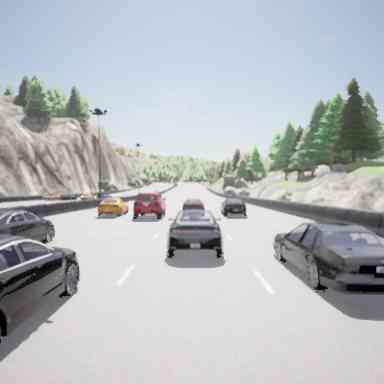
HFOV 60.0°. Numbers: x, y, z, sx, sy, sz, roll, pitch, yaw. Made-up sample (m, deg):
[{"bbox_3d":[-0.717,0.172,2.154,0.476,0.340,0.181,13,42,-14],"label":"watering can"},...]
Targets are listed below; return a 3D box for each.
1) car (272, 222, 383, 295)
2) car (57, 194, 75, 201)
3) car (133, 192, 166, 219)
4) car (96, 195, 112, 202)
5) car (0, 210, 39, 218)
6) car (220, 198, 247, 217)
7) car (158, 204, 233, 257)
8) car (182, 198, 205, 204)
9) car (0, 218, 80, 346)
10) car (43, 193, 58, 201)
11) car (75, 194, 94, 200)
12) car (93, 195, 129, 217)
[{"bbox_3d":[3.599,1.491,8.748,2.033,1.411,5.357,0,0,0],"label":"car"},{"bbox_3d":[-24.474,1.164,66.389,1.895,1.301,4.718,0,0,0],"label":"car"},{"bbox_3d":[-3.392,1.047,27.189,2.150,2.045,5.566,0,0,0],"label":"car"},{"bbox_3d":[-17.474,1.191,66.445,1.895,1.301,4.718,0,0,0],"label":"car"},{"bbox_3d":[-6.899,1.409,12.537,2.128,1.511,4.902,0,0,0],"label":"car"},{"bbox_3d":[3.609,1.290,29.489,1.882,1.535,5.008,0,0,0],"label":"car"},{"bbox_3d":[0.101,1.411,12.530,2.128,1.511,4.902,0,0,0],"label":"car"},{"bbox_3d":[0.109,1.289,29.474,1.882,1.535,5.008,0,0,0],"label":"car"},{"bbox_3d":[-3.413,1.456,5.496,2.128,1.511,4.902,0,0,0],"label":"car"},{"bbox_3d":[-27.974,0.923,66.449,2.097,1.767,4.553,0,0,0],"label":"car"},{"bbox_3d":[-20.974,1.048,66.417,1.882,1.535,5.008,0,0,0],"label":"car"},{"bbox_3d":[-6.891,1.288,29.437,1.882,1.535,5.008,0,0,0],"label":"car"}]
